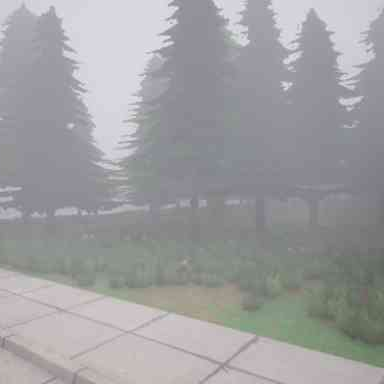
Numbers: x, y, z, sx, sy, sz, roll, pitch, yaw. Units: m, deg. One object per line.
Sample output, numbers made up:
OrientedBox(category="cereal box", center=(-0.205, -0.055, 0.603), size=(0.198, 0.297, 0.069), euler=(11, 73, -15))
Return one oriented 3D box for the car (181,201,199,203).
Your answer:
OrientedBox(category="car", center=(-0.349, 1.709, 57.708), size=(2.128, 1.511, 4.902), euler=(-1, 0, 37))
